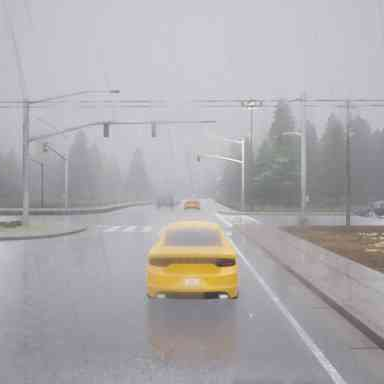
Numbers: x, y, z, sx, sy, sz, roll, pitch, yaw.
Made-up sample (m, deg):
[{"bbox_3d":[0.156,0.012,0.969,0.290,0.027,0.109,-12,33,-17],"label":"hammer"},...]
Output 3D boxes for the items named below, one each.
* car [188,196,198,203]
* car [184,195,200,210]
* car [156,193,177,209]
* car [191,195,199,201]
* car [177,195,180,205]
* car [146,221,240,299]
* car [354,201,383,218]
[{"bbox_3d":[0.297,1.537,72.716,2.033,1.411,5.357,0,0,2],"label":"car"},{"bbox_3d":[0.017,1.478,42.156,1.882,1.535,5.008,0,0,0],"label":"car"},{"bbox_3d":[-3.596,1.221,45.637,2.150,2.045,5.566,0,0,-1],"label":"car"},{"bbox_3d":[0.695,1.441,83.109,1.837,1.490,4.892,0,0,2],"label":"car"},{"bbox_3d":[-3.541,1.352,55.931,2.097,1.767,4.553,0,0,0],"label":"car"},{"bbox_3d":[0.049,1.474,8.493,1.882,1.535,5.008,0,0,1],"label":"car"},{"bbox_3d":[16.939,1.531,29.433,4.892,1.490,1.837,0,0,1],"label":"car"}]
